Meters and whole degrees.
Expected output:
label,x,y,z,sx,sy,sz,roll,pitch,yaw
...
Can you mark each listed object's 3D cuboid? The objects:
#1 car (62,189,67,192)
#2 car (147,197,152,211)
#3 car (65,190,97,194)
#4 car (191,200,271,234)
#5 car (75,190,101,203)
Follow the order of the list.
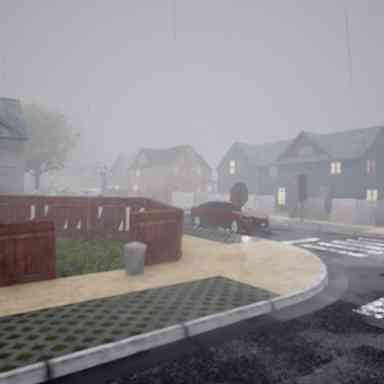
label,x,y,z,sx,sy,sz,roll,pitch,yaw
car,-20.013,0.339,53.064,2.128,1.511,4.902,1,1,-36
car,-3.848,1.061,25.572,1.994,1.385,4.181,1,1,-35
car,-12.320,0.722,37.435,2.033,1.411,5.357,1,1,-35
car,1.888,1.196,17.498,1.882,1.535,5.008,1,1,-34
car,-13.983,0.577,44.723,1.837,1.490,4.892,1,1,-36
